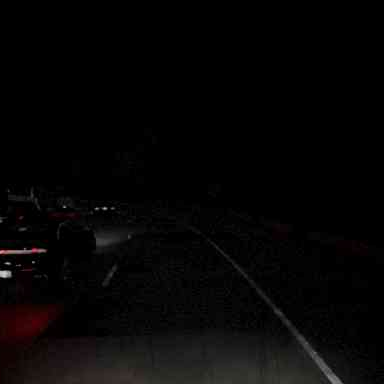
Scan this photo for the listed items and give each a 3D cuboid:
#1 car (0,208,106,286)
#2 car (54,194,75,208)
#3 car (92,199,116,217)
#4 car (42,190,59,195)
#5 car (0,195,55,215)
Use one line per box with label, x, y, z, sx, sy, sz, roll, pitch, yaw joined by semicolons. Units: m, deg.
car;-3.974;1.417;9.102;2.128;1.511;4.902;0;0;-5
car;-13.329;1.240;34.913;1.812;1.442;4.674;0;0;-20
car;-7.389;1.314;27.990;2.033;1.411;5.357;0;1;-16
car;-34.666;0.563;81.311;5.566;2.045;2.150;0;1;43
car;-8.404;1.222;16.035;2.097;1.767;4.553;0;0;-9
